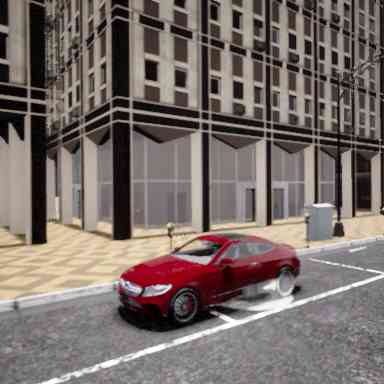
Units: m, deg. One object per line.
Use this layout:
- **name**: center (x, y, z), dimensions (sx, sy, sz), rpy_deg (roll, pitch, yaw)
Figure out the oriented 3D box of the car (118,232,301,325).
- **car**: center (0.559, 1.551, 6.962), dimensions (4.206, 1.307, 1.802), rpy_deg (0, 0, -36)
